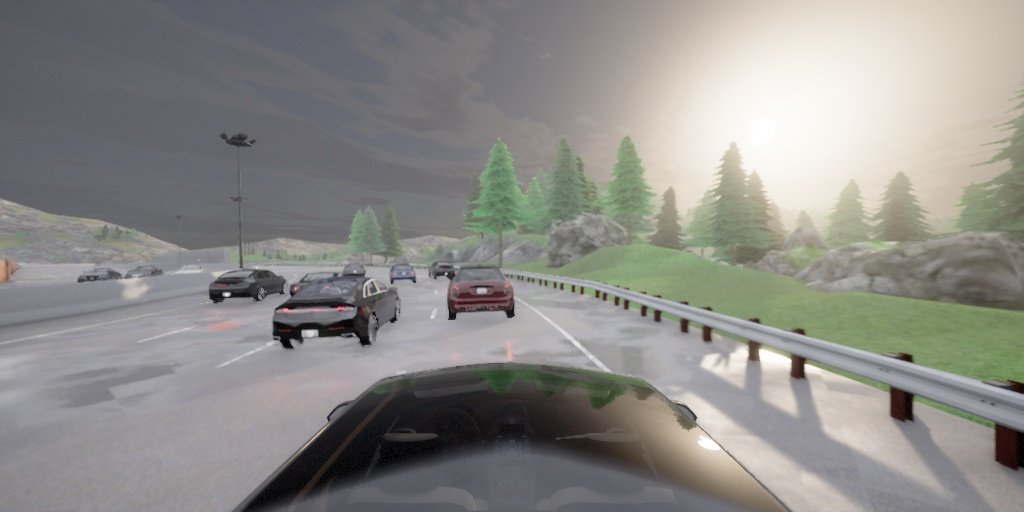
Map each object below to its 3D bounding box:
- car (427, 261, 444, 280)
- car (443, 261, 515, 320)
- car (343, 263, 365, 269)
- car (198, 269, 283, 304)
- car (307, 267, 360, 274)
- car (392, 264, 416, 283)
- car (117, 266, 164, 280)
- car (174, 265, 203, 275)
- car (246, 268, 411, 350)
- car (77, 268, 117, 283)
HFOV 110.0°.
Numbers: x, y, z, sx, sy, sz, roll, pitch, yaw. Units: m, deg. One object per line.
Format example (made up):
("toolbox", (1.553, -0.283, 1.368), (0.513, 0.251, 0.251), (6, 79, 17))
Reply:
("car", (-6.134, 1.195, 31.211), (1.837, 1.490, 4.892), (-1, 0, -20))
("car", (-1.206, 1.059, 12.852), (2.097, 1.767, 4.553), (-1, 0, -8))
("car", (-15.230, 1.404, 34.663), (1.994, 1.385, 4.181), (-1, 0, -25))
("car", (-12.832, 1.400, 17.784), (1.837, 1.490, 4.892), (-1, 0, -13))
("car", (-9.230, 1.428, 17.901), (1.895, 1.301, 4.718), (-1, 0, -13))
("car", (-8.519, 1.302, 27.806), (2.033, 1.411, 5.357), (-1, 0, -20))
("car", (-35.167, 1.706, 34.432), (2.128, 1.511, 4.902), (-1, 0, -32))
("car", (-31.645, 1.668, 35.382), (1.812, 1.442, 4.674), (-1, 0, -32))
("car", (-4.195, 1.275, 9.326), (2.128, 1.511, 4.902), (-1, 0, -7))
("car", (-39.087, 1.854, 34.103), (1.994, 1.385, 4.181), (-1, 0, -34))
